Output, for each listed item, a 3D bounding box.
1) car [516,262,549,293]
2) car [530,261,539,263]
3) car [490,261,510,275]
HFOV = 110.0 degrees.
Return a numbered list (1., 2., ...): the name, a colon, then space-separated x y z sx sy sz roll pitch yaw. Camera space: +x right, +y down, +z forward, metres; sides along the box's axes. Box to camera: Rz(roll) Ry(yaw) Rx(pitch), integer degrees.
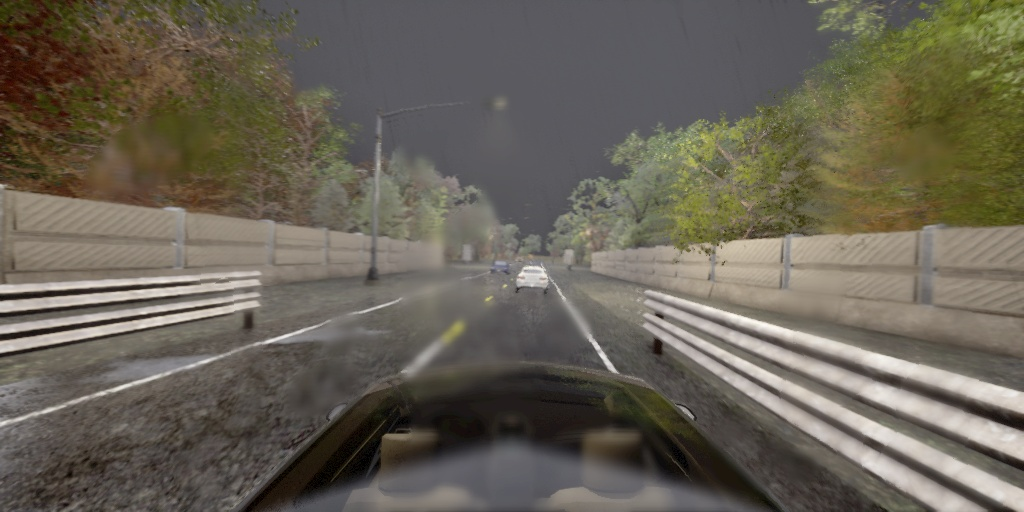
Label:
1. car: 1.232 1.342 21.476 1.812 1.442 4.674 2 0 4
2. car: 3.266 1.459 52.413 2.033 1.411 5.357 2 0 4
3. car: -1.208 1.239 39.378 1.812 1.442 4.674 4 0 4
